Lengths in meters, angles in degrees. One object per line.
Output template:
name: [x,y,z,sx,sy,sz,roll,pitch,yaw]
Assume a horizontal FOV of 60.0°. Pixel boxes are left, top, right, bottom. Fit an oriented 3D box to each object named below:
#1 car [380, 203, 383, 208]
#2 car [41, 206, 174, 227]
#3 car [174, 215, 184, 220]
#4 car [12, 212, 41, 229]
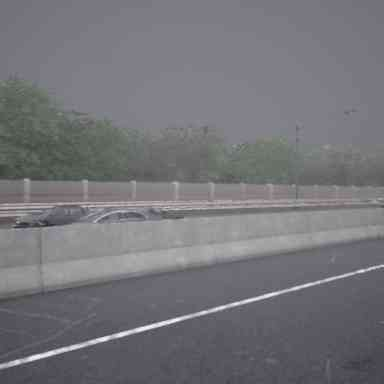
car: [26.714,1.616,43.329,5.357,1.411,2.033,0,0,-33]
car: [-3.531,1.475,14.333,4.902,1.511,2.128,0,0,-35]
car: [-2.883,1.577,19.073,4.718,1.301,1.895,0,0,-35]
car: [-7.721,1.528,19.955,5.357,1.411,2.033,0,0,-35]
